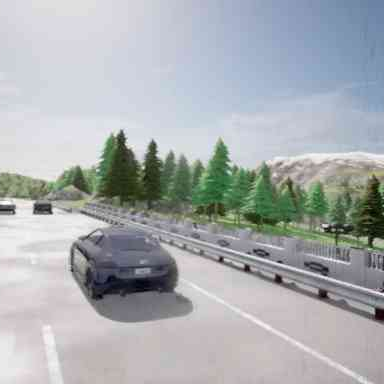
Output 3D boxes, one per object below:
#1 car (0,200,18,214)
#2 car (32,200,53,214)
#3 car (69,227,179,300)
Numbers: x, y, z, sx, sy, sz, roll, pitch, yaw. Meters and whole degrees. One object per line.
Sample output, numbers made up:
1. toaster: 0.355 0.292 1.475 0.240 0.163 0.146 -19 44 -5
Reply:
1. car: -19.341 1.516 34.697 2.033 1.411 5.357 3 -2 -27
2. car: -16.951 1.616 37.682 1.882 1.535 5.008 3 -2 -27
3. car: -1.934 1.601 8.679 1.994 1.385 4.181 3 -1 -27
